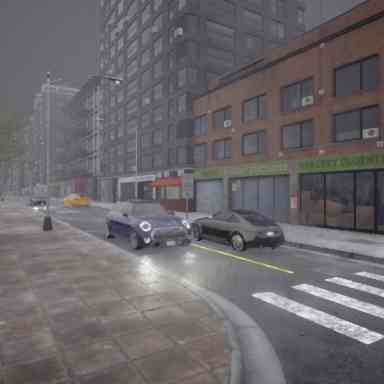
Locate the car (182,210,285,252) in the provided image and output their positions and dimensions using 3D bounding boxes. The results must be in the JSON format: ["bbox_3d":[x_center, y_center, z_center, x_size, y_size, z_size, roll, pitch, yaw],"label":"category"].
[{"bbox_3d":[1.636,1.383,13.166,1.994,1.385,4.181,0,1,-32],"label":"car"}]

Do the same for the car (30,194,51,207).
[{"bbox_3d":[-17.797,0.933,38.887,2.033,1.411,5.357,0,0,-31],"label":"car"}]

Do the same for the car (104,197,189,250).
[{"bbox_3d":[-1.888,1.125,13.243,2.097,1.767,4.553,0,1,-32],"label":"car"}]

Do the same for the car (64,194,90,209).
[{"bbox_3d":[-12.411,0.927,35.696,1.882,1.535,5.008,0,0,-32],"label":"car"}]
